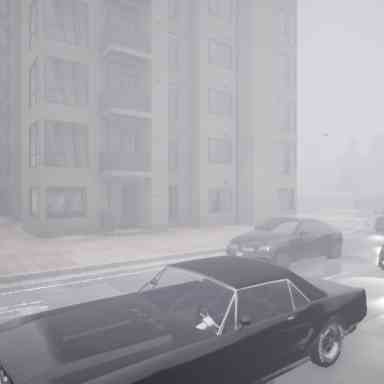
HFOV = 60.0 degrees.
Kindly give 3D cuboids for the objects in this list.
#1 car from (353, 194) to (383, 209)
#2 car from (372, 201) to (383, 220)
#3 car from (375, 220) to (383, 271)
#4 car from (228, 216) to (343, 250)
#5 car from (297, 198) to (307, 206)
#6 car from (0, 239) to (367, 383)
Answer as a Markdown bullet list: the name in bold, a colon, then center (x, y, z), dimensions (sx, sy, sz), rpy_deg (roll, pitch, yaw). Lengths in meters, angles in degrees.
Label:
- **car**: center (22.717, 1.219, 41.459), dimensions (2.150, 2.045, 5.566), rpy_deg (0, 0, -13)
- **car**: center (11.713, 1.504, 19.032), dimensions (1.837, 1.490, 4.892), rpy_deg (0, 0, 33)
- **car**: center (7.077, 1.563, 9.549), dimensions (4.181, 1.385, 1.994), rpy_deg (0, 0, -40)
- **car**: center (3.180, 1.525, 10.867), dimensions (4.674, 1.442, 1.812), rpy_deg (0, 0, -38)
- **car**: center (16.394, 1.598, 54.732), dimensions (1.895, 1.301, 4.718), rpy_deg (0, 0, -33)
- **car**: center (0.162, 1.601, 4.155), dimensions (4.718, 1.301, 1.895), rpy_deg (0, 0, -37)
